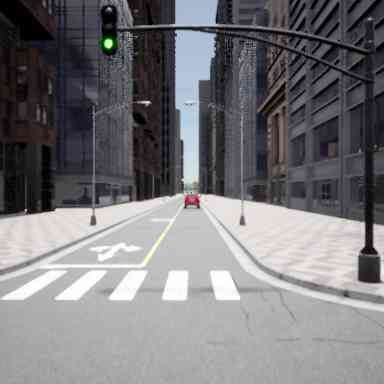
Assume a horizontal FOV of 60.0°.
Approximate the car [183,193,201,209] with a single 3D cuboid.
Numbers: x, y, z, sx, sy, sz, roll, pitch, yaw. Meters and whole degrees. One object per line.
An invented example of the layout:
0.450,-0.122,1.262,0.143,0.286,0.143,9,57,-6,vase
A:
0.003,1.197,45.790,2.150,2.045,5.566,0,0,0,car
